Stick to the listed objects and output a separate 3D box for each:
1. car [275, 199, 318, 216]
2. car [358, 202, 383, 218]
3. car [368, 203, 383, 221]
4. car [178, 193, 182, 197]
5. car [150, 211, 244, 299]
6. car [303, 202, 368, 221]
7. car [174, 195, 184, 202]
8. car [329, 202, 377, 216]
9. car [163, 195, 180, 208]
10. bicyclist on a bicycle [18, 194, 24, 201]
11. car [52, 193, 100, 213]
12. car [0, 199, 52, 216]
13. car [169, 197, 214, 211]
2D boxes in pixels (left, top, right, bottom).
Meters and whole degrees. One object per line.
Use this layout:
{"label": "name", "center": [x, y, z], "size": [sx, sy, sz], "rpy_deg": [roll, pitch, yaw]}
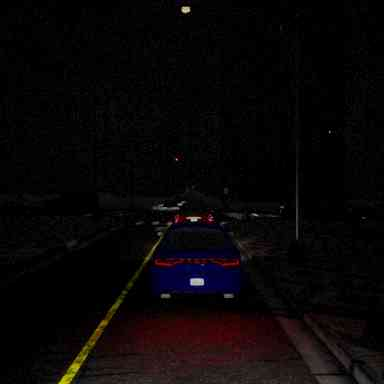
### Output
{"label": "car", "center": [10.947, 1.539, 34.188], "size": [4.553, 1.767, 2.097], "rpy_deg": [1, 0, 0]}
{"label": "car", "center": [19.914, 1.852, 34.191], "size": [4.674, 1.442, 1.812], "rpy_deg": [1, 0, 0]}
{"label": "car", "center": [17.944, 1.824, 28.340], "size": [4.829, 1.417, 1.752], "rpy_deg": [1, -1, 0]}
{"label": "car", "center": [-3.052, 1.494, 65.606], "size": [2.128, 1.511, 4.902], "rpy_deg": [0, 0, 1]}
{"label": "car", "center": [0.099, 1.478, 8.499], "size": [1.882, 1.535, 5.008], "rpy_deg": [0, 0, 0]}
{"label": "car", "center": [12.131, 1.774, 28.339], "size": [4.313, 1.339, 1.947], "rpy_deg": [1, -1, 0]}
{"label": "car", "center": [-3.020, 1.517, 77.534], "size": [2.128, 1.511, 4.902], "rpy_deg": [0, 0, 0]}
{"label": "car", "center": [17.781, 1.841, 36.864], "size": [4.403, 1.369, 2.008], "rpy_deg": [1, -1, 0]}
{"label": "car", "center": [-3.124, 1.526, 48.410], "size": [1.812, 1.442, 4.674], "rpy_deg": [0, 0, 0]}
{"label": "bicyclist on a bicycle", "center": [-20.502, 1.031, 39.724], "size": [0.582, 1.620, 1.656], "rpy_deg": [1, 0, 0]}
{"label": "car", "center": [-12.239, 1.067, 33.839], "size": [5.566, 2.045, 2.150], "rpy_deg": [1, 1, 0]}
{"label": "car", "center": [-14.777, 1.367, 28.240], "size": [4.403, 1.369, 2.008], "rpy_deg": [1, -1, 0]}
{"label": "car", "center": [0.118, 1.352, 17.653], "size": [2.097, 1.767, 4.553], "rpy_deg": [0, 0, 1]}
